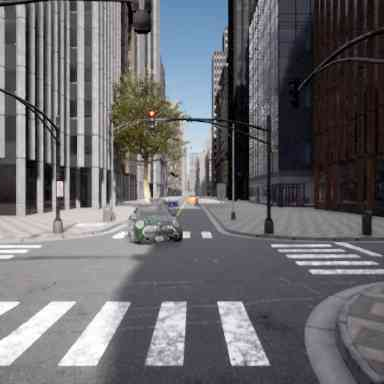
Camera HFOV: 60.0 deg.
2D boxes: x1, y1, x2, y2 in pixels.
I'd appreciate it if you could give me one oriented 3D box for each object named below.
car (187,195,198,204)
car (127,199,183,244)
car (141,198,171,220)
[{"bbox_3d":[0.153,1.471,68.164,2.097,1.767,4.553,0,0,0],"label":"car"},{"bbox_3d":[-1.954,1.380,16.165,2.097,1.767,4.553,0,0,-15],"label":"car"},{"bbox_3d":[-3.074,1.404,29.300,2.097,1.767,4.553,0,0,0],"label":"car"}]
